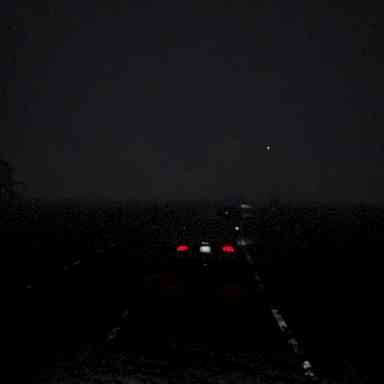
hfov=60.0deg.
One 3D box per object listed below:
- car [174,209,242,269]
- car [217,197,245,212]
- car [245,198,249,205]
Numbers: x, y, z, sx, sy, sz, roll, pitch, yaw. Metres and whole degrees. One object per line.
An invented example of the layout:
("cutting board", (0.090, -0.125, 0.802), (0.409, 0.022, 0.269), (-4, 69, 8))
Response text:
("car", (0.596, 1.543, 11.201), (2.033, 1.411, 5.357), (0, 0, 6))
("car", (3.319, 1.482, 29.211), (1.882, 1.535, 5.008), (0, 0, 12))
("car", (8.911, 1.637, 59.616), (1.895, 1.301, 4.718), (0, 0, 18))
